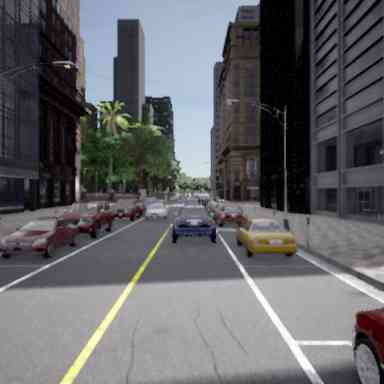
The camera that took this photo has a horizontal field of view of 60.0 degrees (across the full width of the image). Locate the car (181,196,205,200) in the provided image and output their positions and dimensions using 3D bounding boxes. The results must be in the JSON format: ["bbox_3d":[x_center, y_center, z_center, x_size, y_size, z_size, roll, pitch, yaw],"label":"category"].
[{"bbox_3d":[0.095,1.621,39.179,2.097,1.767,4.553,0,0,0],"label":"car"}]

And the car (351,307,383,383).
[{"bbox_3d":[2.759,1.560,2.232,1.887,1.381,4.507,0,0,0],"label":"car"}]

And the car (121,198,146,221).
[{"bbox_3d":[-5.771,1.513,29.369,2.192,1.841,5.009,0,0,0],"label":"car"}]

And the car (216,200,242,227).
[{"bbox_3d":[2.755,1.601,23.932,1.967,1.590,4.097,0,0,0],"label":"car"}]

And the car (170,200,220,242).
[{"bbox_3d":[0.098,1.467,17.342,2.097,1.767,4.553,0,0,0],"label":"car"}]

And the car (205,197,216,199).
[{"bbox_3d":[2.753,1.841,45.801,1.752,1.417,4.829,0,0,0],"label":"car"}]

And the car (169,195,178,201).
[{"bbox_3d":[-5.779,2.187,93.782,2.008,1.369,4.403,0,0,0],"label":"car"}]

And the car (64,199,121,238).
[{"bbox_3d":[-5.769,1.438,18.517,2.192,1.841,5.009,0,0,0],"label":"car"}]

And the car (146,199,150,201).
[{"bbox_3d":[-5.771,1.781,34.793,1.887,1.381,4.507,0,0,0],"label":"car"}]

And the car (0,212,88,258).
[{"bbox_3d":[-5.768,1.668,13.090,1.802,1.307,4.206,0,0,0],"label":"car"}]

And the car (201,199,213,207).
[{"bbox_3d":[2.751,1.993,61.906,1.947,1.339,4.313,0,0,0],"label":"car"}]

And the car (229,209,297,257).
[{"bbox_3d":[2.758,1.613,13.252,1.752,1.417,4.829,0,0,0],"label":"car"}]

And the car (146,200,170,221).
[{"bbox_3d":[-3.090,1.728,29.900,1.812,1.442,4.674,0,0,0],"label":"car"}]

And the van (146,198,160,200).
[{"bbox_3d":[-5.773,1.655,45.646,1.690,1.788,3.998,0,0,0],"label":"van"}]
